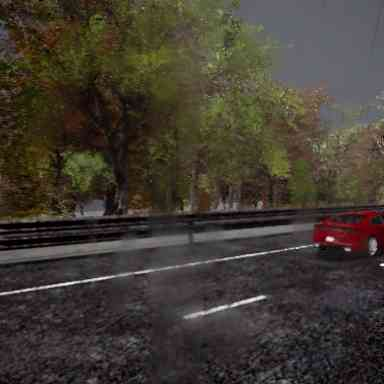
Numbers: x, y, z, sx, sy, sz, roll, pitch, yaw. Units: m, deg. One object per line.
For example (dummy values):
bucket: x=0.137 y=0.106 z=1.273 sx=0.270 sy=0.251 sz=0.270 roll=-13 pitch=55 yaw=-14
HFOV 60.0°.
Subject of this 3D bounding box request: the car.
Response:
car: x=6.780 y=1.482 z=12.972 sx=5.008 sy=1.535 sz=1.882 roll=0 pitch=0 yaw=-36
